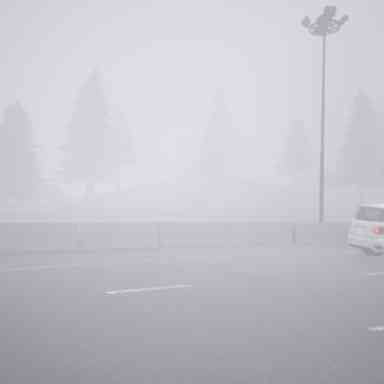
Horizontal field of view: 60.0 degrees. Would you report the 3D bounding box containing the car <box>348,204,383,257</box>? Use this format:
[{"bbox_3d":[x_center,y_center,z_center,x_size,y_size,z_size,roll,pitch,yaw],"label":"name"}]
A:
[{"bbox_3d":[8.560,1.453,12.059,5.566,2.045,2.150,0,-1,-8],"label":"car"}]
